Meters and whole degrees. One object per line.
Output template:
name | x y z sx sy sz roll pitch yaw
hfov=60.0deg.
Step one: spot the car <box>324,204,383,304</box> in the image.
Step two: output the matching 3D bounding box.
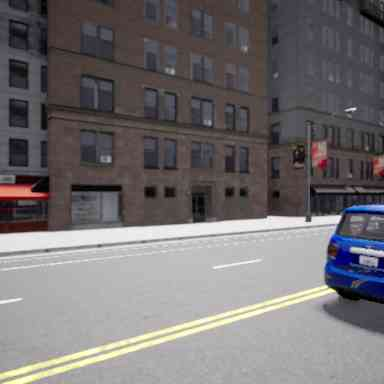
car | 5.174 1.273 7.167 5.566 2.045 2.150 0 0 -35
